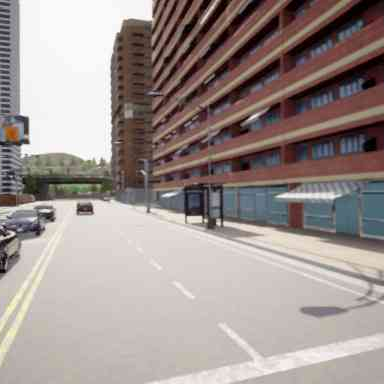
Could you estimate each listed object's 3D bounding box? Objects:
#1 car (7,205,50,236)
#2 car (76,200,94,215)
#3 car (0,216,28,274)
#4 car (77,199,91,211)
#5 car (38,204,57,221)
[{"bbox_3d":[-9.984,1.778,20.135,1.812,1.442,4.674,-1,0,-19],"label":"car"},{"bbox_3d":[-12.912,1.843,40.210,1.882,1.535,5.008,-1,0,-18],"label":"car"},{"bbox_3d":[-6.824,1.735,10.729,1.994,1.385,4.181,-1,0,-19],"label":"car"},{"bbox_3d":[-16.103,1.925,49.523,1.882,1.535,5.008,-1,0,-19],"label":"car"},{"bbox_3d":[-13.299,1.842,29.974,1.837,1.490,4.892,-1,0,-19],"label":"car"}]
